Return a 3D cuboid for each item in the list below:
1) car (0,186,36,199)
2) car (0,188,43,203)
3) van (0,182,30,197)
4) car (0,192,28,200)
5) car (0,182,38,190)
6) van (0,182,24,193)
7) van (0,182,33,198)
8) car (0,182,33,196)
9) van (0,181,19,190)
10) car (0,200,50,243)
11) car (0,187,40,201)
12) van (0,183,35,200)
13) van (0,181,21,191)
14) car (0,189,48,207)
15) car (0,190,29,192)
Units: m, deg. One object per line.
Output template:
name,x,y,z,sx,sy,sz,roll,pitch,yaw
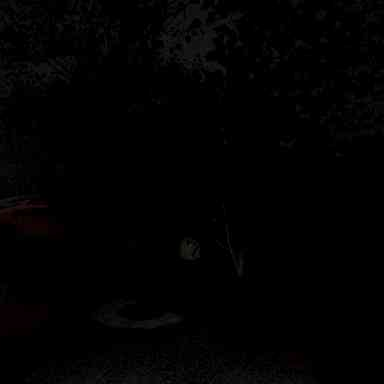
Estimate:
car,-23.388,0.036,43.856,5.008,1.535,2.097,1,1,-30
car,-19.281,0.348,36.792,4.792,1.488,2.163,1,2,-30
van,-26.257,-0.368,48.585,4.442,1.987,1.878,1,1,-30
car,-8.202,1.086,17.614,4.553,1.767,2.185,1,2,-30
car,-15.058,0.402,29.485,5.566,2.045,2.435,1,2,-30
van,-34.426,-0.900,63.197,4.442,1.987,1.878,1,1,-30
van,-24.670,-0.276,46.304,4.442,1.987,1.878,1,1,-30
car,-27.563,-0.481,51.026,5.566,2.045,2.435,1,1,-30
van,-42.940,-1.436,77.472,4.442,1.987,1.878,1,1,-30
car,-6.854,1.323,15.201,5.008,1.535,2.097,1,2,-30
car,-20.600,0.252,39.076,4.792,1.488,2.163,1,1,-30
van,-22.087,-0.099,41.383,4.442,1.987,1.878,1,1,-30
van,-39.965,-1.255,72.787,4.442,1.987,1.878,1,1,-30
car,-16.500,0.569,31.861,4.792,1.488,2.163,1,2,-30
car,-12.484,0.872,24.592,5.366,1.575,1.946,1,2,-30
